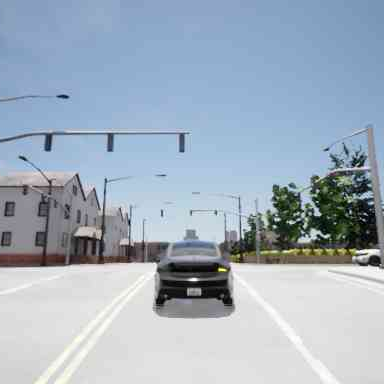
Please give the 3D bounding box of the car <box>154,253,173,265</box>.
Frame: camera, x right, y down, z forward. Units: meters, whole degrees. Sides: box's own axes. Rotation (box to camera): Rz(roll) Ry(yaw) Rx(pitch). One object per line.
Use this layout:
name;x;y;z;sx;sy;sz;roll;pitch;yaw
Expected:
car;-3.714;9.074;44.844;2.128;1.511;4.902;0;-12;0

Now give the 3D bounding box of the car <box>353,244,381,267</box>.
car;16.808;5.373;28.507;5.566;2.045;2.150;0;-12;1

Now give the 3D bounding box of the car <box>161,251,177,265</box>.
car;-3.733;10.861;54.709;2.150;2.045;5.566;0;-12;0

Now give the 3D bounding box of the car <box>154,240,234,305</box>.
car;0.050;2.132;9.389;1.837;1.490;4.892;0;-7;0
